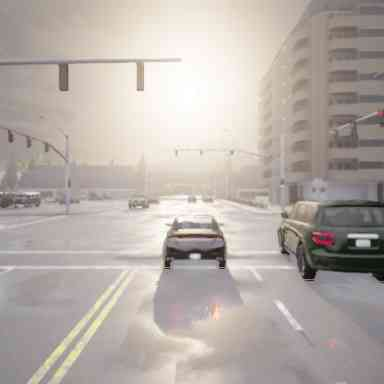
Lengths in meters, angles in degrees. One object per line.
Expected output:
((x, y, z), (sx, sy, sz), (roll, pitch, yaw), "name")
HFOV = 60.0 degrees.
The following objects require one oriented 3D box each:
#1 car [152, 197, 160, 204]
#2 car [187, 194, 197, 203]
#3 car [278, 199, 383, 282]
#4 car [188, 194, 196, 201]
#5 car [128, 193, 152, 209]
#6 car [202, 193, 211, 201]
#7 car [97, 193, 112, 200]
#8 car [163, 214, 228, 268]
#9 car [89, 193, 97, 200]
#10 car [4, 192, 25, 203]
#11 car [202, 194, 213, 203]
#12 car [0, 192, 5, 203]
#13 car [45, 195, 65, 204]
((-7.027, 1.578, 60.922), (1.895, 1.301, 4.718), (0, 0, 1), "car")
((0.005, 1.450, 71.053), (1.882, 1.535, 5.008), (0, 0, 0), "car")
((4.035, 1.218, 9.972), (2.150, 2.045, 5.566), (0, 0, 6), "car")
((0.006, 1.327, 80.287), (1.837, 1.490, 4.892), (0, 0, 0), "car")
((-7.082, 1.206, 44.651), (2.150, 2.045, 5.566), (0, 0, 0), "car")
((3.506, 1.182, 80.257), (2.097, 1.767, 4.553), (0, 0, 0), "car")
((-21.042, 1.123, 81.665), (1.932, 1.855, 4.605), (0, 0, 0), "car")
((0.091, 1.484, 11.196), (2.128, 1.511, 4.902), (0, 0, 0), "car")
((-23.936, 1.126, 81.730), (1.905, 1.878, 3.866), (0, 0, 0), "car")
((-43.560, 1.126, 81.764), (1.905, 1.878, 3.866), (0, 0, 0), "car")
((3.505, 1.495, 71.309), (1.812, 1.442, 4.674), (0, 0, 0), "car")
((-46.455, 1.365, 81.786), (1.970, 1.475, 3.806), (0, 0, 0), "car")
((-26.705, 1.372, 64.273), (1.970, 1.475, 3.806), (0, 0, 0), "car")
